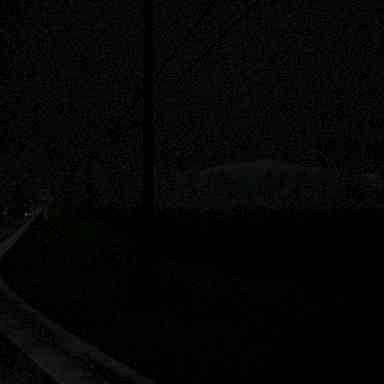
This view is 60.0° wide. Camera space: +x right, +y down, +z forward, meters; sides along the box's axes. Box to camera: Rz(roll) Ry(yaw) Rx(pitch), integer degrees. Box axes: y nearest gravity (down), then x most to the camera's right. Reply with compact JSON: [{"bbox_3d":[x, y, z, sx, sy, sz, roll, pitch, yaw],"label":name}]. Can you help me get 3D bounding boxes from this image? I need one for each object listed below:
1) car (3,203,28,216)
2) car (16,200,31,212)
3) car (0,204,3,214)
[{"bbox_3d":[-24.393,2.572,46.115,1.994,1.385,4.181,1,-1,-23],"label":"car"},{"bbox_3d":[-29.443,2.484,57.804,2.150,2.045,5.566,1,-1,-23],"label":"car"},{"bbox_3d":[-31.252,2.654,53.299,2.128,1.511,4.902,1,-1,-23],"label":"car"}]
